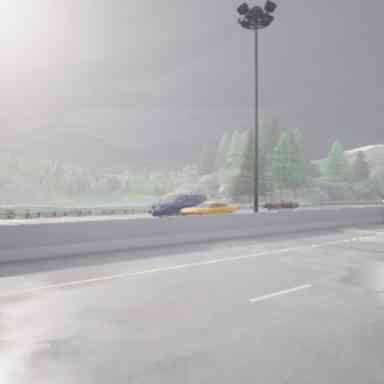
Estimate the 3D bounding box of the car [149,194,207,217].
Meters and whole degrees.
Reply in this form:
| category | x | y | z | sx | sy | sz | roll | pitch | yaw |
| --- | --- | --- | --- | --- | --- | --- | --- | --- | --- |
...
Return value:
| category | x | y | z | sx | sy | sz | roll | pitch | yaw |
| --- | --- | --- | --- | --- | --- | --- | --- | --- | --- |
| car | -0.993 | 1.237 | 29.065 | 5.566 | 2.045 | 2.150 | 0 | 0 | -35 |

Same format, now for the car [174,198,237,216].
| category | x | y | z | sx | sy | sz | roll | pitch | yaw |
| --- | --- | --- | --- | --- | --- | --- | --- | --- | --- |
| car | 1.383 | 1.493 | 26.458 | 5.008 | 1.535 | 1.882 | 0 | 0 | -35 |

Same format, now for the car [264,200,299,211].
| category | x | y | z | sx | sy | sz | roll | pitch | yaw |
| --- | --- | --- | --- | --- | --- | --- | --- | --- | --- |
| car | 11.385 | 1.633 | 42.157 | 4.718 | 1.301 | 1.895 | 0 | 0 | -35 |
